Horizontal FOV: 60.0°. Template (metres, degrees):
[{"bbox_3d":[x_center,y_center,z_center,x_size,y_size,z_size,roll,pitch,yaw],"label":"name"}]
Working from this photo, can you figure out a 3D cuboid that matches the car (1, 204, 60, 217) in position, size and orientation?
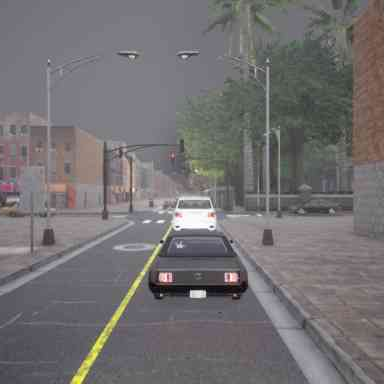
[{"bbox_3d":[-14.394,1.571,29.710,4.829,1.417,1.752,0,0,0],"label":"car"}]

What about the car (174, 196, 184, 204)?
[{"bbox_3d":[-2.655,1.543,68.434,1.882,1.535,5.008,0,0,1],"label":"car"}]

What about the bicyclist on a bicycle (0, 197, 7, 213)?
[{"bbox_3d":[-20.087,1.372,35.359,0.582,1.620,1.656,0,0,0],"label":"bicyclist on a bicycle"}]

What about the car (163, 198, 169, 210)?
[{"bbox_3d":[-2.777,1.563,44.588,1.812,1.442,4.674,0,0,0],"label":"car"}]

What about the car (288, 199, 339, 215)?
[{"bbox_3d":[11.837,1.493,32.441,4.892,1.490,1.837,0,0,0],"label":"car"}]

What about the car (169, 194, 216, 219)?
[{"bbox_3d":[0.134,1.230,18.136,2.150,2.045,5.566,0,0,0],"label":"car"}]

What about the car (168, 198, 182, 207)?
[{"bbox_3d":[-2.753,1.650,54.876,1.895,1.301,4.718,0,0,0],"label":"car"}]

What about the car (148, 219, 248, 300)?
[{"bbox_3d":[0.114,1.603,8.371,1.895,1.301,4.718,0,0,0],"label":"car"}]
